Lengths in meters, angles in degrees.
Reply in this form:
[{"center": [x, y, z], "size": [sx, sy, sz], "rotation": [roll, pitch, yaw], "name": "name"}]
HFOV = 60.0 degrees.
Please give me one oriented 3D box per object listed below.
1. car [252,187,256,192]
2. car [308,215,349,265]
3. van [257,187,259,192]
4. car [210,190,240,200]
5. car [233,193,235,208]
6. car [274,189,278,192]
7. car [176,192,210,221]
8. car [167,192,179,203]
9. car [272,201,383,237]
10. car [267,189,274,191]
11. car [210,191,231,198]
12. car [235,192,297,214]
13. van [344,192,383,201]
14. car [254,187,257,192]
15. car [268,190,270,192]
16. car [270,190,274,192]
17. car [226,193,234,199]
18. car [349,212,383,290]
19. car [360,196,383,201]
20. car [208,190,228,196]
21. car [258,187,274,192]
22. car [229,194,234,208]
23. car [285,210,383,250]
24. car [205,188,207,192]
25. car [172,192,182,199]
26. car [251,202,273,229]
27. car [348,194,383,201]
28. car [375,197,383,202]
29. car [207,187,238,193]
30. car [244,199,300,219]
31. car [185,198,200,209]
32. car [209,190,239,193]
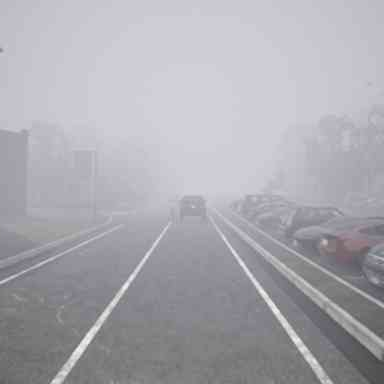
[{"center": [20.037, 0.092, 93.111], "size": [4.792, 1.488, 2.163], "rotation": [0, 2, 0], "name": "car"}, {"center": [6.579, 1.651, 10.617], "size": [4.792, 1.488, 2.163], "rotation": [0, 0, 0], "name": "car"}, {"center": [20.084, 0.010, 87.694], "size": [4.442, 1.987, 1.878], "rotation": [0, 2, 0], "name": "van"}, {"center": [6.712, 0.953, 68.302], "size": [4.792, 1.488, 2.163], "rotation": [0, 2, 0], "name": "car"}, {"center": [6.766, 1.216, 32.910], "size": [4.553, 1.767, 2.185], "rotation": [0, 1, 0], "name": "car"}, {"center": [19.853, 0.790, 68.321], "size": [4.553, 1.767, 2.185], "rotation": [0, 2, 0], "name": "car"}, {"center": [0.078, 1.277, 28.031], "size": [2.150, 2.045, 5.566], "rotation": [0, 0, 0], "name": "car"}, {"center": [-3.340, 1.163, 58.955], "size": [2.033, 1.411, 5.357], "rotation": [0, 2, 1], "name": "car"}, {"center": [6.565, 1.484, 16.192], "size": [4.553, 1.767, 2.185], "rotation": [0, 0, 0], "name": "car"}, {"center": [19.698, 0.624, 76.508], "size": [5.366, 1.575, 1.946], "rotation": [0, 2, 0], "name": "car"}, {"center": [6.831, 0.534, 79.398], "size": [4.892, 1.521, 2.231], "rotation": [0, 2, 0], "name": "car"}, {"center": [6.717, 1.220, 27.337], "size": [5.566, 2.045, 2.435], "rotation": [0, 1, 0], "name": "car"}, {"center": [19.735, 0.957, 38.450], "size": [4.442, 1.987, 1.878], "rotation": [-1, 1, 0], "name": "van"}, {"center": [20.017, 0.174, 90.473], "size": [4.792, 1.488, 2.163], "rotation": [0, 2, 0], "name": "car"}, {"center": [19.860, 0.765, 73.740], "size": [4.674, 1.452, 2.002], "rotation": [0, 2, 0], "name": "car"}, {"center": [19.812, 0.852, 70.971], "size": [4.792, 1.488, 2.163], "rotation": [0, 2, 0], "name": "car"}, {"center": [6.752, 1.217, 38.482], "size": [4.792, 1.488, 2.163], "rotation": [0, 2, 0], "name": "car"}, {"center": [6.557, 1.490, 7.830], "size": [4.553, 1.767, 2.185], "rotation": [0, 0, 0], "name": "car"}, {"center": [19.819, 1.372, 33.000], "size": [4.674, 1.452, 2.002], "rotation": [0, 2, 0], "name": "car"}, {"center": [7.093, 0.148, 90.492], "size": [5.366, 1.575, 1.946], "rotation": [0, 2, 0], "name": "car"}, {"center": [19.953, 0.181, 82.034], "size": [5.566, 2.045, 2.435], "rotation": [0, 2, 0], "name": "car"}, {"center": [6.788, 1.294, 35.699], "size": [4.792, 1.488, 2.163], "rotation": [0, 2, 0], "name": "car"}, {"center": [6.544, 1.649, 13.405], "size": [4.792, 1.488, 2.163], "rotation": [0, 0, 0], "name": "car"}, {"center": [6.660, 0.432, 82.173], "size": [5.366, 1.575, 1.946], "rotation": [0, 2, 0], "name": "car"}, {"center": [-3.309, 0.734, 74.594], "size": [1.895, 1.301, 4.718], "rotation": [0, 2, 0], "name": "car"}, {"center": [6.613, 1.593, 21.775], "size": [4.792, 1.488, 2.163], "rotation": [0, 1, 0], "name": "car"}, {"center": [19.842, 1.295, 35.784], "size": [4.674, 1.452, 2.002], "rotation": [0, 2, 0], "name": "car"}, {"center": [19.821, 1.435, 30.088], "size": [4.792, 1.488, 2.163], "rotation": [0, 1, 1], "name": "car"}, {"center": [6.812, 0.477, 73.840], "size": [5.566, 2.045, 2.435], "rotation": [0, 2, 0], "name": "car"}, {"center": [6.659, 1.523, 24.553], "size": [4.892, 1.521, 2.231], "rotation": [0, 1, 0], "name": "car"}, {"center": [0.061, 1.528, 46.132], "size": [1.994, 1.385, 4.181], "rotation": [0, 1, 0], "name": "car"}, {"center": [6.768, 0.826, 71.075], "size": [5.008, 1.535, 2.097], "rotation": [0, 2, 0], "name": "car"}]
